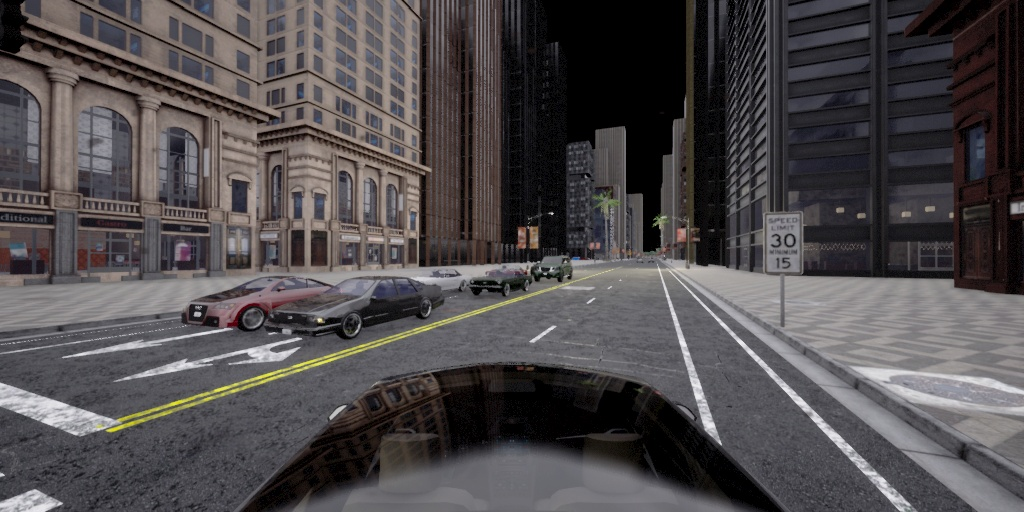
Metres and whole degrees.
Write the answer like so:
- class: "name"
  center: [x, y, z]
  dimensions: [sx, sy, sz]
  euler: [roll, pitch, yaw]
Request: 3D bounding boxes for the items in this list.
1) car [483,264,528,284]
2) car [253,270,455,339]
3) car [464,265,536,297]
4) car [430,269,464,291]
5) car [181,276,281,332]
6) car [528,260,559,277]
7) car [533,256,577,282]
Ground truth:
- class: "car"
  center: [-0.376, 1.363, 28.424]
  dimensions: [1.895, 1.301, 4.718]
  euler: [0, 0, 22]
- class: "car"
  center: [-4.042, 1.299, 10.471]
  dimensions: [2.033, 1.411, 5.357]
  euler: [0, 0, 22]
- class: "car"
  center: [-0.488, 1.357, 19.377]
  dimensions: [1.895, 1.301, 4.718]
  euler: [0, 0, 22]
- class: "car"
  center: [-4.070, 1.356, 19.173]
  dimensions: [1.895, 1.301, 4.718]
  euler: [0, 0, 22]
- class: "car"
  center: [-7.313, 1.315, 11.034]
  dimensions: [1.994, 1.385, 4.181]
  euler: [0, 0, 22]
- class: "car"
  center: [3.443, 1.249, 37.889]
  dimensions: [1.882, 1.535, 5.008]
  euler: [0, 0, 22]
- class: "car"
  center: [3.481, 0.985, 29.310]
  dimensions: [2.150, 2.045, 5.566]
  euler: [0, 0, 22]
